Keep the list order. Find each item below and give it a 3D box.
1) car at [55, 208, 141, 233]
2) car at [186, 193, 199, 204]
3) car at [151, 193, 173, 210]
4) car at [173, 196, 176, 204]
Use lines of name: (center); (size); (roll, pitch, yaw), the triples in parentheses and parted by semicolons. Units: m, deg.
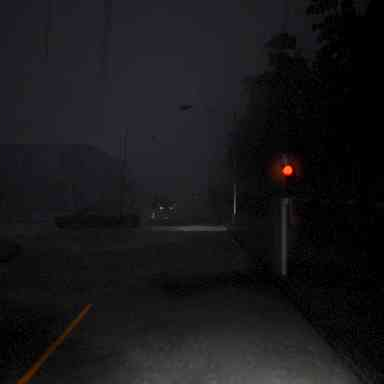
car: (-5.360, 1.597, 19.337); (4.718, 1.301, 1.895); (0, 0, -16)
car: (0.124, 1.209, 62.011); (2.150, 2.045, 5.566); (0, 0, 0)
car: (-4.080, 1.212, 43.895); (2.150, 2.045, 5.566); (0, 0, 0)
car: (-4.066, 1.494, 53.813); (1.837, 1.490, 4.892); (0, 0, 0)
